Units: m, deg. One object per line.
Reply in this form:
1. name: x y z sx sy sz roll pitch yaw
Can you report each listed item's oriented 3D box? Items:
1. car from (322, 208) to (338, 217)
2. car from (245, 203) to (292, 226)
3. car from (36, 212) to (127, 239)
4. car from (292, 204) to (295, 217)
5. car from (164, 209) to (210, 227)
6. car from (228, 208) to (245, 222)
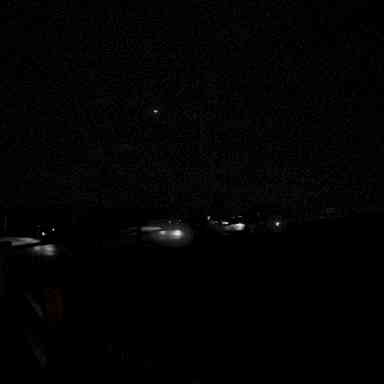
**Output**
1. car: 22.984 3.351 55.361 1.812 1.442 4.674 3 1 37
2. car: 8.031 2.356 34.597 2.150 2.045 5.566 3 0 36
3. car: -6.297 1.914 19.770 2.033 1.411 5.357 3 0 36
4. car: 12.049 2.530 45.126 2.150 2.045 5.566 3 0 38
5. car: -0.325 2.190 28.055 1.837 1.490 4.892 3 0 36
6. car: 5.786 2.508 36.507 1.837 1.490 4.892 3 0 37
